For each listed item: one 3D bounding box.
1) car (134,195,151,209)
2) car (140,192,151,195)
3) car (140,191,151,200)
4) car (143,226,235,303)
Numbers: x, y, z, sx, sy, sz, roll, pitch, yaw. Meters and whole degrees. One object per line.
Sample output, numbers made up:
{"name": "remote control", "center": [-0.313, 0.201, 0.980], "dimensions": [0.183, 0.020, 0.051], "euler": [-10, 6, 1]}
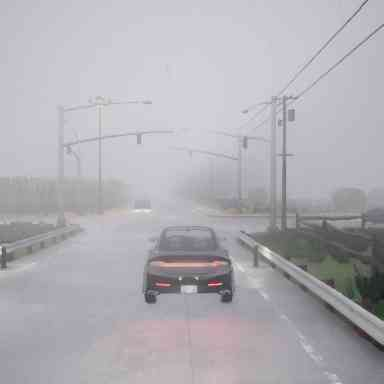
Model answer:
{"name": "car", "center": [-6.360, 1.470, 42.916], "dimensions": [1.994, 1.385, 4.181], "euler": [0, 1, -7]}
{"name": "car", "center": [-7.881, 1.216, 55.065], "dimensions": [1.812, 1.442, 4.674], "euler": [0, 1, -7]}
{"name": "car", "center": [-9.630, 0.779, 69.352], "dimensions": [2.097, 1.767, 4.553], "euler": [0, 1, -7]}
{"name": "car", "center": [-0.098, 1.613, 8.444], "dimensions": [2.128, 1.511, 4.902], "euler": [0, -2, -1]}
